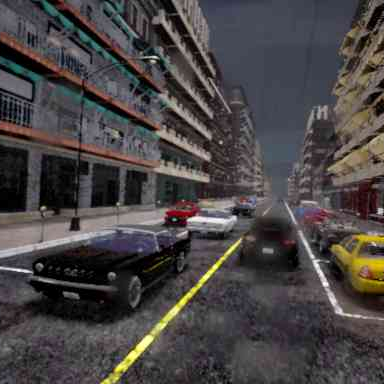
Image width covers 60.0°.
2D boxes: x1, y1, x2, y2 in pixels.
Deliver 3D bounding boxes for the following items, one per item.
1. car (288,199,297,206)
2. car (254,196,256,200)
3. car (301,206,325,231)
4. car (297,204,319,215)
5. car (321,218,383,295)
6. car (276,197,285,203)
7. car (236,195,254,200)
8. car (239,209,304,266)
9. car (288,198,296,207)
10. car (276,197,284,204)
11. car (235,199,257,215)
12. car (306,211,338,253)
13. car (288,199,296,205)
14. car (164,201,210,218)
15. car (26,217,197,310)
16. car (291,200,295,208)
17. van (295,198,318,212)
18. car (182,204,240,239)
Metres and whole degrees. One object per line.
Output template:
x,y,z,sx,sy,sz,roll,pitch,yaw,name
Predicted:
22.445,2.315,74.302,1.752,1.417,4.829,3,0,15,car
9.896,1.757,59.920,2.008,1.369,4.403,3,0,15,car
7.653,1.831,19.473,1.887,1.381,4.507,4,0,15,car
9.128,1.878,24.939,1.887,1.381,4.507,4,0,15,car
4.807,1.722,8.922,1.752,1.417,4.829,4,0,15,car
24.213,2.236,91.179,2.128,1.511,4.902,3,0,15,car
8.435,1.471,54.453,2.192,1.841,5.009,3,0,15,car
2.875,1.607,12.113,1.812,1.442,4.674,3,0,15,car
19.464,1.999,63.203,2.192,1.841,5.009,3,0,15,car
21.497,2.207,81.117,1.837,1.490,4.892,3,0,15,car
4.786,1.681,31.014,1.895,1.301,4.718,3,0,15,car
6.177,1.790,14.006,2.008,1.369,4.403,4,0,15,car
23.871,2.424,79.603,1.802,1.307,4.206,3,0,15,car
-0.427,1.405,21.656,1.887,1.381,4.507,4,0,15,car
-1.491,1.481,7.830,1.895,1.301,4.718,3,0,15,car
12.076,1.981,35.873,2.008,1.369,4.403,3,0,15,car
10.614,1.723,30.405,1.690,1.788,3.998,3,0,15,van
1.140,1.563,17.570,1.895,1.301,4.718,3,0,15,car
